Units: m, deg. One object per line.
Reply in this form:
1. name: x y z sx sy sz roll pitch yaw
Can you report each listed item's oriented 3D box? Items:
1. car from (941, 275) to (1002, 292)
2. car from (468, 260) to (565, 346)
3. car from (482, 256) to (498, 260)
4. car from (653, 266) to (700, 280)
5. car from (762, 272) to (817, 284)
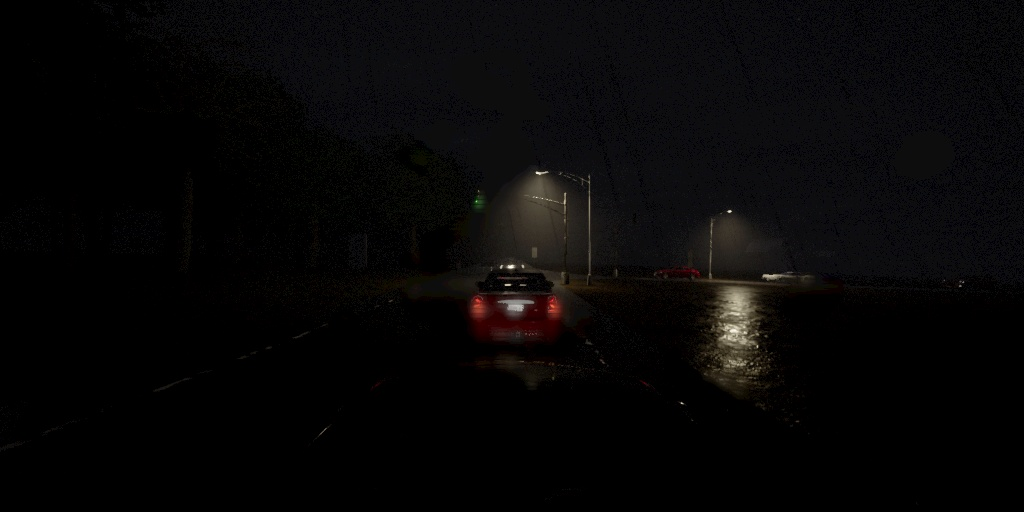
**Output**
1. car: 49.055 2.786 38.377 4.553 1.767 2.097 2 0 0
2. car: 0.089 1.089 9.558 2.097 1.767 4.553 0 0 0
3. car: -3.659 0.953 55.872 1.994 1.385 4.181 0 0 0
4. car: 17.580 1.800 38.344 4.674 1.442 1.812 2 0 -1
5. car: 29.617 2.312 38.387 4.718 1.301 1.895 2 0 0
